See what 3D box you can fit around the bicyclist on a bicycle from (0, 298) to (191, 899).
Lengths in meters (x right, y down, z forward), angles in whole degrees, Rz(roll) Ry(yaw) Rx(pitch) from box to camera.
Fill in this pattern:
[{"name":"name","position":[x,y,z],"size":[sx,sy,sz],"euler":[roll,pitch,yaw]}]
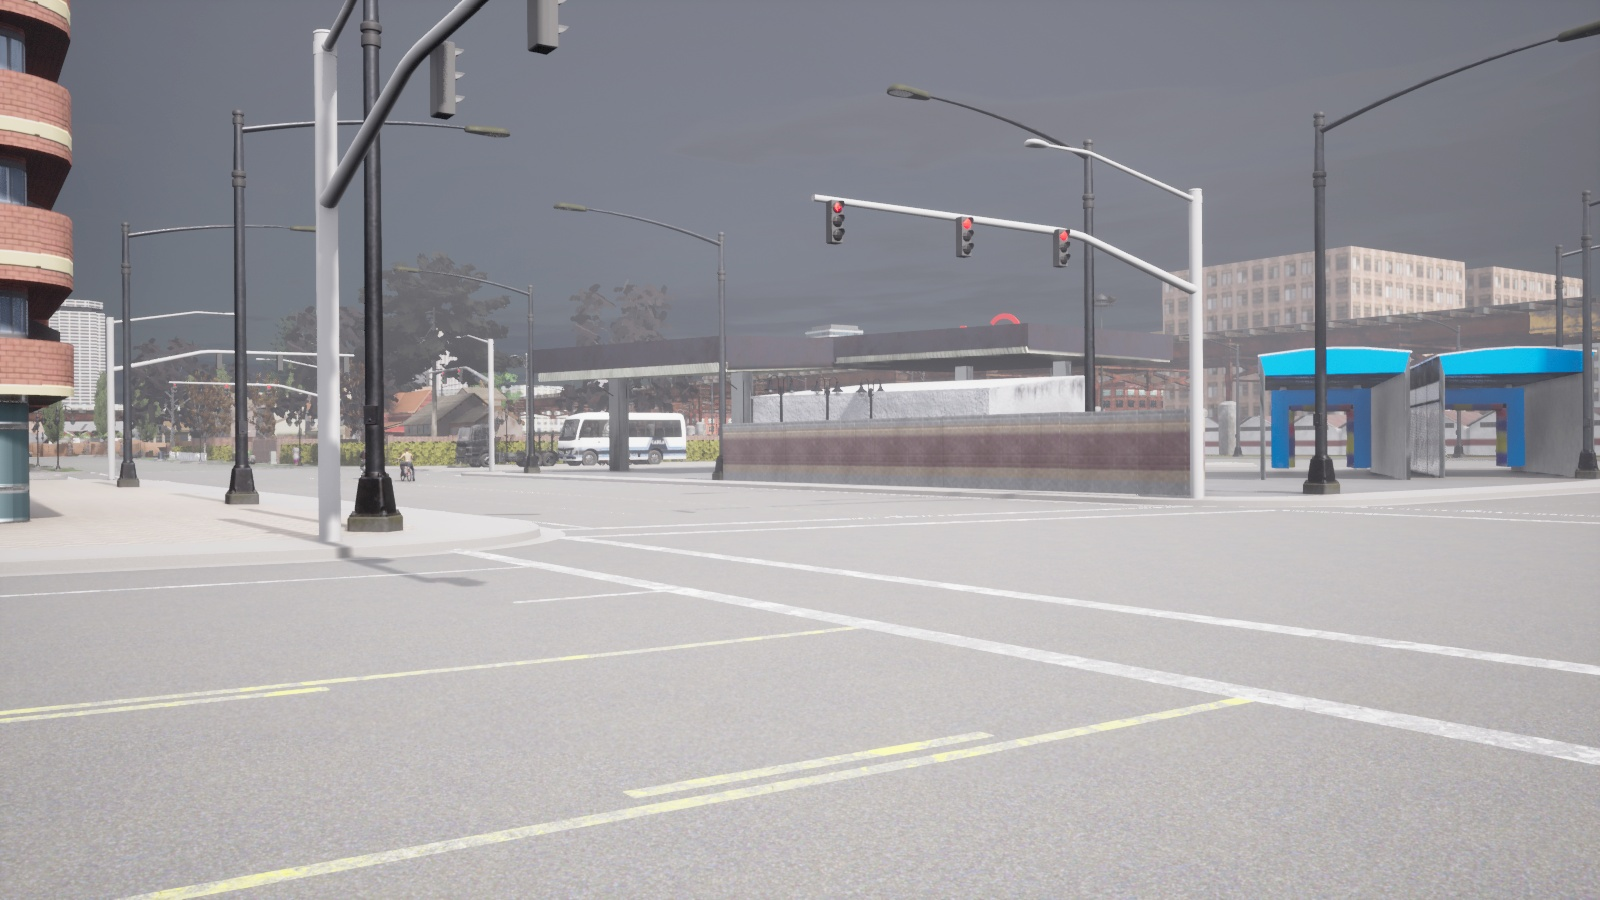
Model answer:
[{"name":"bicyclist on a bicycle","position":[-2.100,0.623,2.117],"size":[1.843,1.776,0.659],"euler":[0,0,-36]}]
